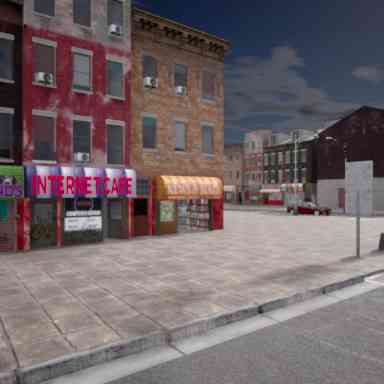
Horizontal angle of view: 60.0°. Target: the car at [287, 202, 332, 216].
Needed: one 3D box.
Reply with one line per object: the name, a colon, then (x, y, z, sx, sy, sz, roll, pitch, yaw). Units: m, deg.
car: (11.501, 1.627, 32.806, 1.887, 1.381, 4.507, -1, 0, -36)
